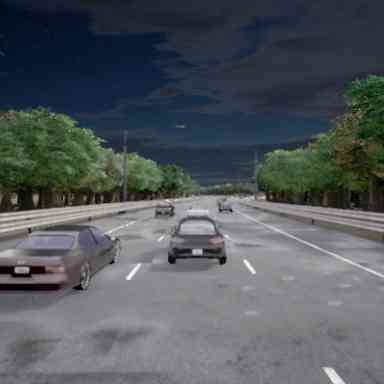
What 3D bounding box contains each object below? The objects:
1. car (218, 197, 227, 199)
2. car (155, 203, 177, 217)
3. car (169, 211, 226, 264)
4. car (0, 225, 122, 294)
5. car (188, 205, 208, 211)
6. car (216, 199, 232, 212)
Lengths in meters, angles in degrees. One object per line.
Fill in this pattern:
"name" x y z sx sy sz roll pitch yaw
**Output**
"car" 6.004 2.344 70.145 2.033 1.411 5.357 0 -1 4
"car" -2.754 1.862 35.510 2.128 1.511 4.902 0 -1 2
"car" 0.188 1.635 12.180 1.812 1.442 4.674 0 0 1
"car" -3.358 1.624 9.136 2.033 1.411 5.357 0 -1 1
"car" 0.607 1.925 31.449 1.895 1.301 4.718 0 -1 2
"car" 4.602 2.066 46.389 2.033 1.411 5.357 0 -1 3
